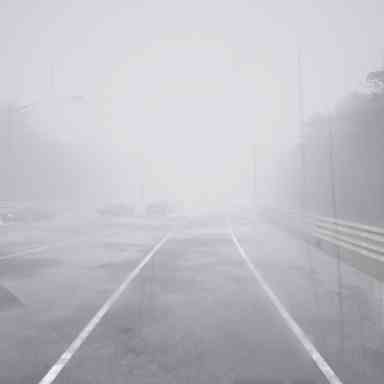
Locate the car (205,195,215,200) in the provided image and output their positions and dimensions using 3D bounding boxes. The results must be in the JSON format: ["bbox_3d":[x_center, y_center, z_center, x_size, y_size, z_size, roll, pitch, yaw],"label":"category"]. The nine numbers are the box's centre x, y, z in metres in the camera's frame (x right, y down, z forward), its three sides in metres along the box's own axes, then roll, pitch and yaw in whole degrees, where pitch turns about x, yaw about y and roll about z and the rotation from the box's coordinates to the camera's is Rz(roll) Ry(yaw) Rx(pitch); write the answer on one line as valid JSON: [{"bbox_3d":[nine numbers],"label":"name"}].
[{"bbox_3d":[4.430,1.852,88.429,2.150,2.045,5.566,0,0,12],"label":"car"}]

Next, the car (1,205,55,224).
[{"bbox_3d":[-12.404,1.646,25.519,1.994,1.385,4.181,0,-1,12],"label":"car"}]

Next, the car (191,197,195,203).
[{"bbox_3d":[0.998,2.111,89.121,1.837,1.490,4.892,0,0,12],"label":"car"}]

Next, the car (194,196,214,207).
[{"bbox_3d":[2.278,1.997,61.245,1.994,1.385,4.181,0,0,12],"label":"car"}]

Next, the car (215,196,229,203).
[{"bbox_3d":[7.851,2.143,87.694,1.837,1.490,4.892,0,0,12],"label":"car"}]

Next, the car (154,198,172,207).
[{"bbox_3d":[-5.186,1.905,59.759,1.812,1.442,4.674,0,0,12],"label":"car"}]

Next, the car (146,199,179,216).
[{"bbox_3d":[-3.284,1.707,34.852,2.128,1.511,4.902,0,0,12],"label":"car"}]

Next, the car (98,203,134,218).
[{"bbox_3d":[-7.325,1.774,32.645,1.895,1.301,4.718,0,0,12],"label":"car"}]

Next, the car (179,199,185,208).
[{"bbox_3d":[-2.588,1.910,55.121,2.033,1.411,5.357,0,0,12],"label":"car"}]
